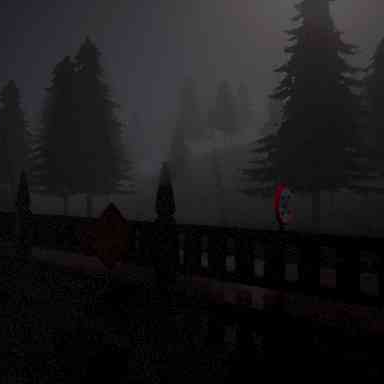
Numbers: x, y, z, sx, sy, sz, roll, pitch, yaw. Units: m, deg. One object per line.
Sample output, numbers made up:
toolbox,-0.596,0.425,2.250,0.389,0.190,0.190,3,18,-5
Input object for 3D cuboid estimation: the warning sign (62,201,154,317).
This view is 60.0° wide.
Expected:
warning sign,-1.549,1.115,6.264,1.060,1.860,1.300,0,0,36
